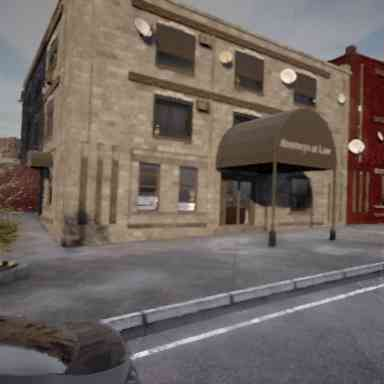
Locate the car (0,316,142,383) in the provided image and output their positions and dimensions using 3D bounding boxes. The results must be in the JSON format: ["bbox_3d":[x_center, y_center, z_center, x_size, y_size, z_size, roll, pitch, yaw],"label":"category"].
[{"bbox_3d":[-2.437,1.519,1.556,4.674,1.442,1.812,0,0,-35],"label":"car"}]
